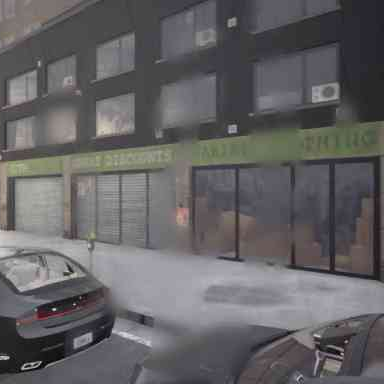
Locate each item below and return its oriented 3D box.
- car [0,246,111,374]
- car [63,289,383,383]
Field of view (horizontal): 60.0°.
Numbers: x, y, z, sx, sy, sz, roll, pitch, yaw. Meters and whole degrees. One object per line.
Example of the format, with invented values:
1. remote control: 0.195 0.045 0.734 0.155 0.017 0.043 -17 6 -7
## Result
1. car: -3.090 1.551 5.272 4.403 1.369 2.008 0 0 35
2. car: 1.417 1.551 2.077 4.403 1.369 2.008 0 0 35
